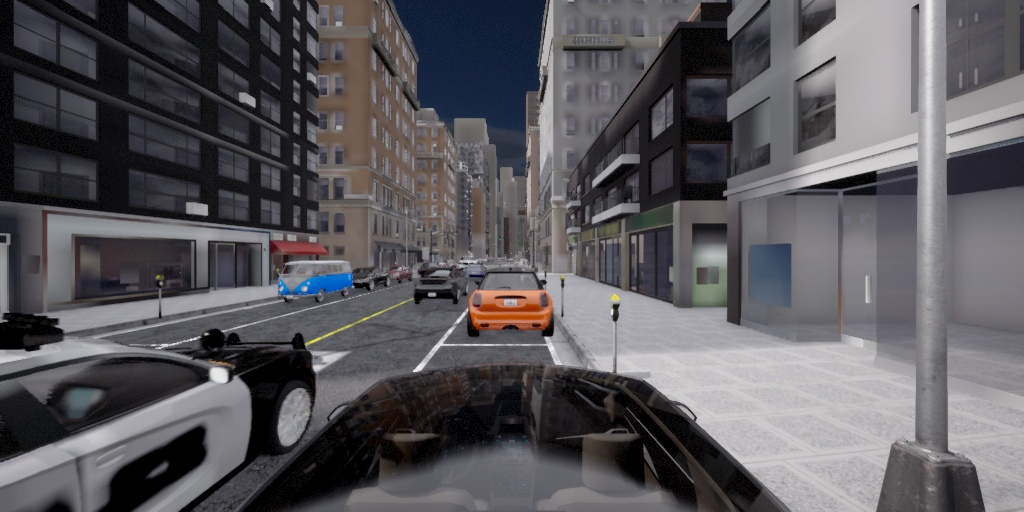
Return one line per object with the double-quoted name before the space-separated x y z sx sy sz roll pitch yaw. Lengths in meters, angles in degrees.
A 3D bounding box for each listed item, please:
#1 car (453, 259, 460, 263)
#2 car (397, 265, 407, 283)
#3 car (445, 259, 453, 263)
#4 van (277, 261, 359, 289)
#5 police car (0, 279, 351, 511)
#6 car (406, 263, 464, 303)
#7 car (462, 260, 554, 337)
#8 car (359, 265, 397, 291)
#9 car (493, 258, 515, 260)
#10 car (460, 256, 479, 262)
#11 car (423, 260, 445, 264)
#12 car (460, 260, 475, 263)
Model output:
"car" -8.814 1.201 49.336 1.967 1.591 4.097 0 0 0
"car" -8.813 1.335 27.331 1.802 1.307 4.207 0 0 0
"car" -8.814 1.341 43.834 1.802 1.307 4.207 0 0 0
"van" -8.813 1.091 16.328 1.690 1.789 3.998 0 0 0
"police car" -3.145 1.175 2.170 1.930 1.638 5.238 0 0 0
"car" -3.141 1.259 16.552 1.837 1.490 4.892 0 0 0
"car" -0.033 1.103 10.470 2.097 1.767 4.553 0 0 0
"car" -8.813 1.317 21.829 1.948 1.339 4.313 0 0 0
"car" -0.288 1.193 27.330 1.967 1.591 4.097 0 0 0
"car" -6.147 0.968 49.926 2.150 2.045 5.566 0 0 0
"car" -8.813 1.322 38.333 1.948 1.339 4.313 0 0 0
"car" -3.141 1.319 31.526 1.994 1.385 4.181 0 0 0
